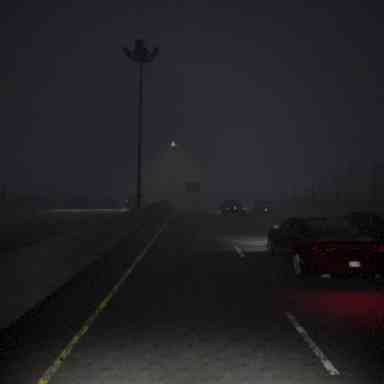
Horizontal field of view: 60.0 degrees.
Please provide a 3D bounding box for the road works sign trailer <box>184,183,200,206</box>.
[{"bbox_3d":[0.103,0.382,51.252,2.380,3.560,2.880,0,-2,3],"label":"road works sign trailer"}]

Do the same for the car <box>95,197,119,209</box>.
[{"bbox_3d":[-10.586,1.330,41.674,2.033,1.411,5.357,0,0,0],"label":"car"}]

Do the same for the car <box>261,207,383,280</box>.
[{"bbox_3d":[3.602,1.428,9.837,1.882,1.535,5.008,0,0,0],"label":"car"}]

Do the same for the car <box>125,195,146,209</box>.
[{"bbox_3d":[-7.081,1.133,41.946,2.097,1.767,4.553,0,0,0],"label":"car"}]

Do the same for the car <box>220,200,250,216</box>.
[{"bbox_3d":[3.605,1.390,30.280,2.033,1.411,5.357,0,0,0],"label":"car"}]

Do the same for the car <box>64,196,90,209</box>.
[{"bbox_3d":[-14.084,1.290,41.014,1.837,1.490,4.892,0,0,0],"label":"car"}]

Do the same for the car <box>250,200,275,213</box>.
[{"bbox_3d":[7.105,1.422,34.276,1.895,1.301,4.718,0,0,0],"label":"car"}]

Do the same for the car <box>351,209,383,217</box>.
[{"bbox_3d":[7.102,1.438,13.193,1.837,1.490,4.892,0,0,0],"label":"car"}]
